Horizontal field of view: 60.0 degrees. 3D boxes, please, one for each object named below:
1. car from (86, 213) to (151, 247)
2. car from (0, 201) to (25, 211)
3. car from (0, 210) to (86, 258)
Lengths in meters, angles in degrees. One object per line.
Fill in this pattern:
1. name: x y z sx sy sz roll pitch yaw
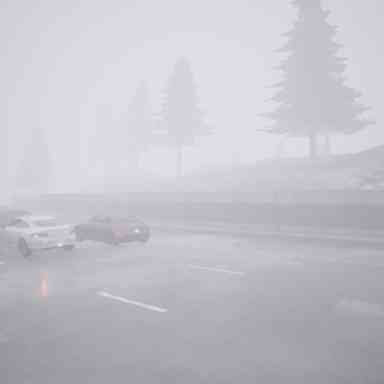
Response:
1. car: -3.909 1.697 15.924 4.181 1.385 1.994 -1 0 42
2. car: -14.130 1.761 25.727 1.882 1.535 5.008 0 0 -42
3. car: -6.463 1.665 13.516 4.674 1.442 1.812 -1 0 42
